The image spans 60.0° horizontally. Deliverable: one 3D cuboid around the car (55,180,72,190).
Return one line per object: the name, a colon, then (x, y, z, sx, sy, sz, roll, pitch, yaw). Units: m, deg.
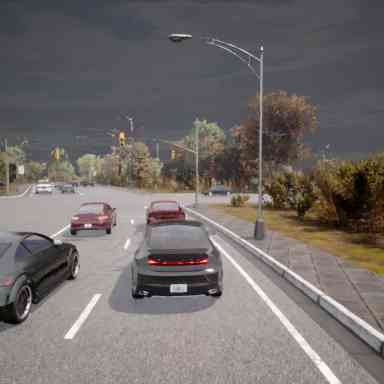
car: (-24.968, -1.161, 64.712, 1.837, 1.490, 4.892, -1, 3, -25)

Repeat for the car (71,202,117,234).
car: (-4.914, 1.241, 16.936, 1.812, 1.442, 4.674, 0, 2, -8)

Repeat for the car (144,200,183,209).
car: (-1.453, 1.169, 17.396, 1.882, 1.535, 5.008, 0, 2, -8)

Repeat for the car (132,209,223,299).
car: (-0.401, 1.428, 8.339, 1.837, 1.490, 4.892, 0, 1, -4)

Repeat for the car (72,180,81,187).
car: (-29.080, -1.996, 81.778, 1.837, 1.490, 4.892, -1, 3, -25)

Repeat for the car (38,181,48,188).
car: (-34.044, -1.660, 75.874, 2.033, 1.411, 5.357, -1, 3, -25)

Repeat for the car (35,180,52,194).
car: (-23.498, -0.835, 52.771, 2.150, 2.045, 5.566, -1, 3, -24)

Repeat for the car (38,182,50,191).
car: (-28.252, -1.124, 63.473, 1.882, 1.535, 5.008, -1, 3, -25)

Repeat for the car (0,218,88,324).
car: (-3.846, 1.516, 7.021, 1.994, 1.385, 4.181, 0, 1, -2)

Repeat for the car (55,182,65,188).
car: (-30.448, -1.637, 76.447, 1.895, 1.301, 4.718, -1, 3, -25)

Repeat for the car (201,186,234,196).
car: (3.700, -0.171, 48.594, 4.892, 1.490, 1.837, 0, 3, -22)

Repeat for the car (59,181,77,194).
car: (-19.857, -0.549, 53.177, 1.812, 1.442, 4.674, -1, 3, -23)

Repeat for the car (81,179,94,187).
car: (-25.921, -2.347, 83.271, 2.150, 2.045, 5.566, -1, 3, -25)
